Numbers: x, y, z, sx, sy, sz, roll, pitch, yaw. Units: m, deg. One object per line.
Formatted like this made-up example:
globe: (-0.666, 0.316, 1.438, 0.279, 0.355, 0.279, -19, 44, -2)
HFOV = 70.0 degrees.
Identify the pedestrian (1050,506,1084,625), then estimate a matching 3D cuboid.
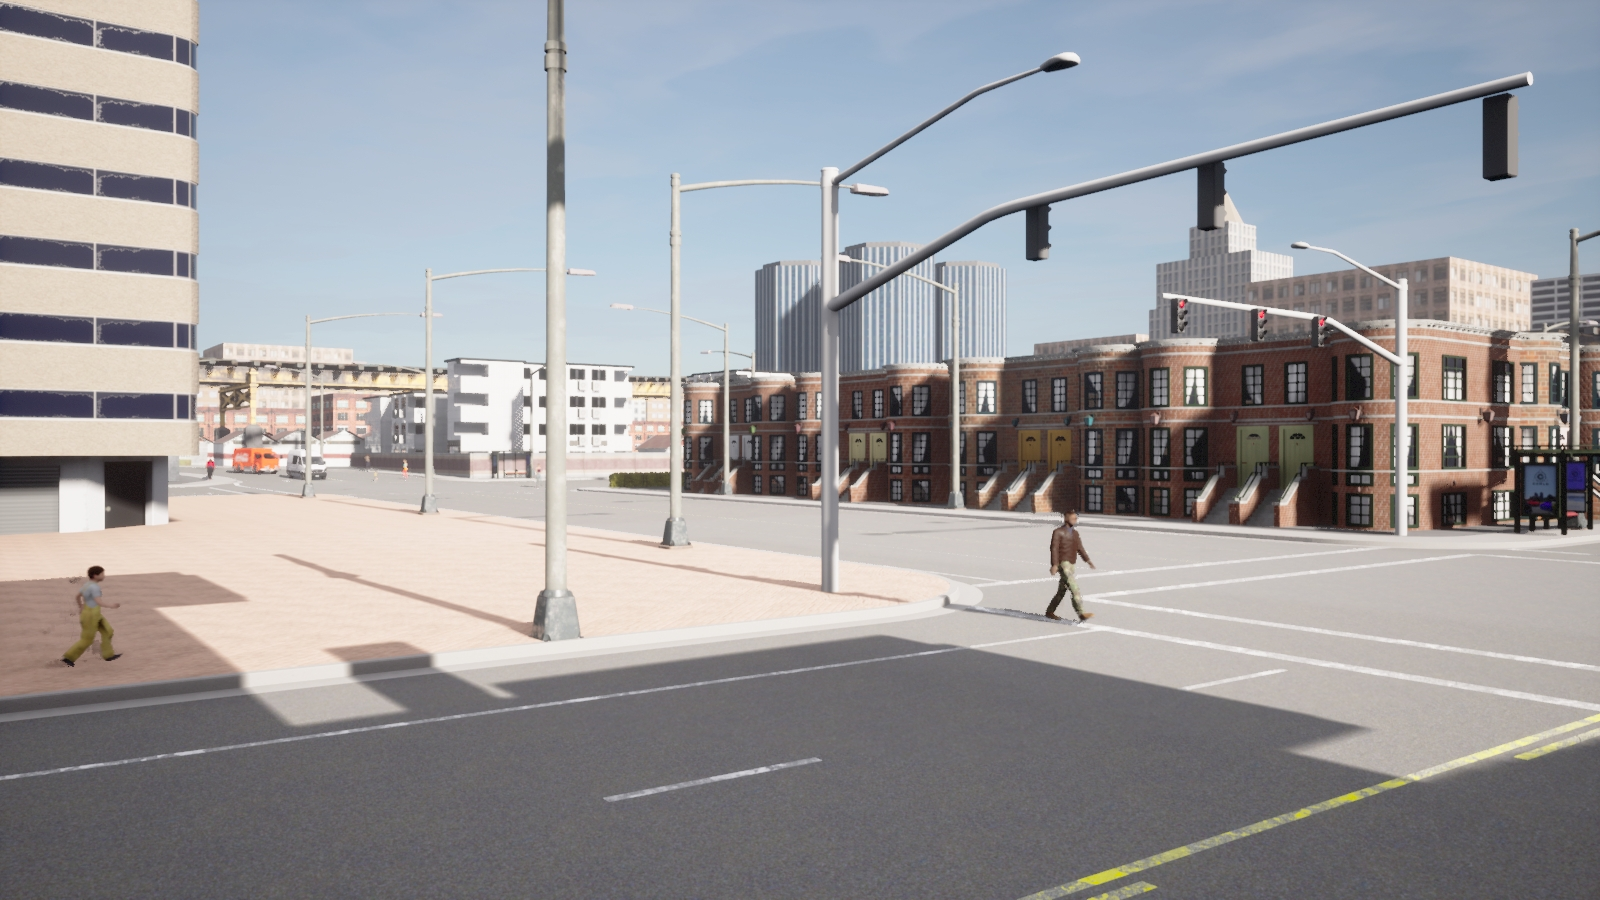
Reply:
pedestrian: (4.289, 1.844, 18.354, 0.375, 1.860, 0.375, 0, 0, -39)

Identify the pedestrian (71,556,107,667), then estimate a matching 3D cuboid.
pedestrian: (-8.759, 1.976, 14.075, 0.375, 1.300, 0.375, 0, 0, -33)
